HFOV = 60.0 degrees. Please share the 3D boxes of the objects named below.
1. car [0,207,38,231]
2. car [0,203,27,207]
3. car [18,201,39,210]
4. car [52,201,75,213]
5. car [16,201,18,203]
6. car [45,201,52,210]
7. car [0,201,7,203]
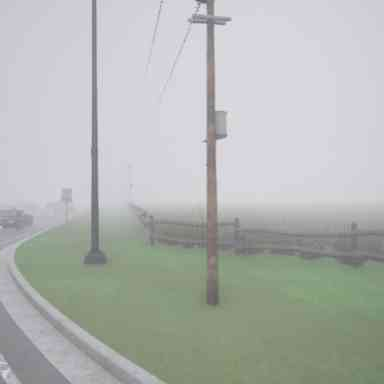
[{"bbox_3d":[-12.436,1.938,22.999,1.895,1.301,4.718,0,-1,-13],"label":"car"},{"bbox_3d":[-18.321,2.088,33.092,1.895,1.301,4.718,0,-1,-13],"label":"car"},{"bbox_3d":[-27.049,2.270,55.684,1.882,1.535,5.008,0,0,-13],"label":"car"},{"bbox_3d":[-17.858,1.984,46.834,2.097,1.767,4.553,0,-1,-13],"label":"car"},{"bbox_3d":[-32.396,2.452,63.031,2.033,1.411,5.357,0,-1,-13],"label":"car"},{"bbox_3d":[-23.675,2.283,56.628,1.837,1.490,4.892,0,-1,-13],"label":"car"},{"bbox_3d":[-35.989,2.460,62.978,1.812,1.442,4.674,0,-1,-13],"label":"car"}]
